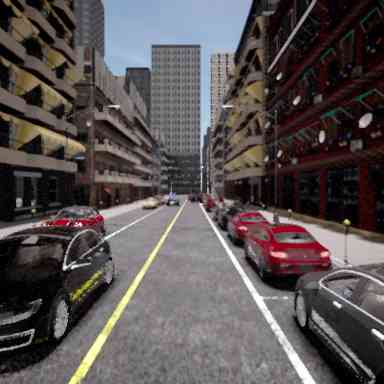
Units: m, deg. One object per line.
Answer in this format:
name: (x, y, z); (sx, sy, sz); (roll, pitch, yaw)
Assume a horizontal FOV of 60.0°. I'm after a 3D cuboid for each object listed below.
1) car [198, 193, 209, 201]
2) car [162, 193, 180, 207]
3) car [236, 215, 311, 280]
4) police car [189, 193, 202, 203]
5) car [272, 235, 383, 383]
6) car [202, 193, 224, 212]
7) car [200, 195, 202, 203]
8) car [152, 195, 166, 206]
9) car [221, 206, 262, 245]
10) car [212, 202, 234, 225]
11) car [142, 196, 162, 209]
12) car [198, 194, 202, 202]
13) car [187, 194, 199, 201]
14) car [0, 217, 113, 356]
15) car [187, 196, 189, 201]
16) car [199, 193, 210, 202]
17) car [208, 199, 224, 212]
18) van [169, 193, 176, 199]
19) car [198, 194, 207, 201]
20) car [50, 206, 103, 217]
car: (2.562, 1.133, 76.164); (2.192, 1.841, 5.009); (-1, 0, 0)
car: (-2.814, 1.377, 49.575); (2.128, 1.511, 4.902); (0, 0, 0)
car: (2.558, 1.560, 9.577); (1.802, 1.307, 4.206); (-1, 0, 0)
police car: (0.832, 1.274, 63.870); (1.930, 1.638, 5.238); (0, 0, 0)
car: (2.557, 1.542, 4.028); (2.008, 1.369, 4.403); (-1, 0, 0)
car: (2.558, 1.228, 37.321); (2.192, 1.841, 5.009); (-1, 0, 0)
car: (2.561, 1.412, 48.590); (1.752, 1.417, 4.829); (-1, 0, 0)
car: (-5.319, 1.313, 53.949); (1.967, 1.590, 4.097); (-1, 0, 0)
car: (2.558, 1.548, 15.126); (1.802, 1.307, 4.206); (-1, 0, 0)
car: (2.559, 1.518, 20.675); (1.947, 1.339, 4.313); (-1, 0, 0)
car: (-5.320, 1.426, 42.681); (1.752, 1.417, 4.829); (-1, 0, 0)
car: (2.563, 1.442, 59.518); (1.802, 1.307, 4.206); (-1, 0, 0)
car: (0.286, 1.314, 79.637); (1.837, 1.490, 4.892); (0, 0, 15)
car: (-2.850, 1.490, 6.422); (1.837, 1.490, 4.892); (0, 0, 0)
car: (0.233, 1.302, 73.558); (1.882, 1.535, 5.008); (0, 0, -11)
car: (2.561, 1.147, 70.615); (2.192, 1.841, 5.009); (-1, 0, 0)
car: (2.559, 1.490, 26.224); (2.008, 1.369, 4.403); (-1, 0, 0)
van: (-5.316, 1.116, 92.793); (1.690, 1.788, 3.998); (-1, 0, 0)
car: (2.564, 1.244, 81.713); (1.967, 1.590, 4.097); (-1, 0, 0)
car: (-5.323, 1.406, 15.105); (1.967, 1.590, 4.097); (-1, 0, 0)
